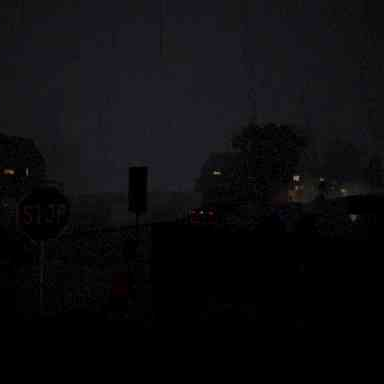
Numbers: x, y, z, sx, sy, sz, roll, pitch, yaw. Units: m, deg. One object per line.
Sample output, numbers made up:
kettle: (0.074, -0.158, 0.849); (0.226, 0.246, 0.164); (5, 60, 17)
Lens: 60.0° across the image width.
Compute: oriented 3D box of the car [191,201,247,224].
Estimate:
car: (2.064, 1.307, 22.762); (2.033, 1.411, 5.357); (2, 2, 35)
